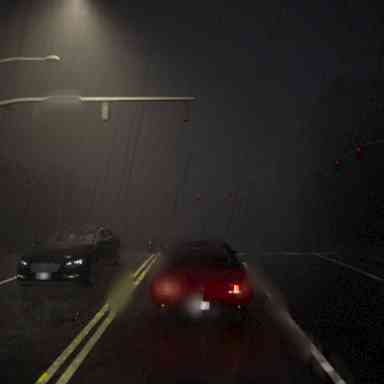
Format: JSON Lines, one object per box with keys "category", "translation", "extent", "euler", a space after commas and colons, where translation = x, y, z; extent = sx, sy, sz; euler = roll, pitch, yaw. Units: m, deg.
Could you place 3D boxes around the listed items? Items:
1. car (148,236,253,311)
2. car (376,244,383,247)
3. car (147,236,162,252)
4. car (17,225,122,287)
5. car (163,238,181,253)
{"category": "car", "translation": [0.202, 1.844, 8.246], "extent": [1.895, 1.301, 4.718], "euler": [0, -2, 1]}
{"category": "car", "translation": [17.334, 4.640, 26.771], "extent": [4.902, 1.511, 2.128], "euler": [4, -10, 1]}
{"category": "car", "translation": [-3.073, 5.051, 32.578], "extent": [2.097, 1.767, 4.553], "euler": [0, -11, 1]}
{"category": "car", "translation": [-3.483, 1.807, 10.322], "extent": [2.128, 1.511, 4.902], "euler": [0, -2, 1]}
{"category": "car", "translation": [-2.790, 7.688, 47.692], "extent": [2.150, 2.045, 5.566], "euler": [0, -10, 1]}
